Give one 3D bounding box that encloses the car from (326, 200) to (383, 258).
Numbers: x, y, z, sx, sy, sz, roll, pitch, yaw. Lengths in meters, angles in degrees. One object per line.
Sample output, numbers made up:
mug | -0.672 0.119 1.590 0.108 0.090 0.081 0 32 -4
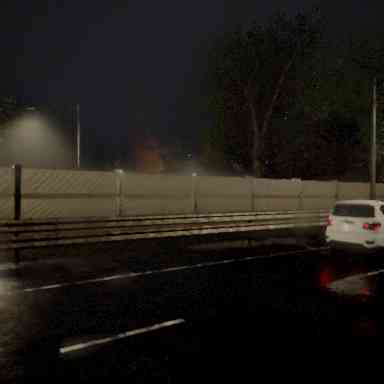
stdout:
car | 7.758 1.341 13.312 5.566 2.045 2.150 0 0 -33
